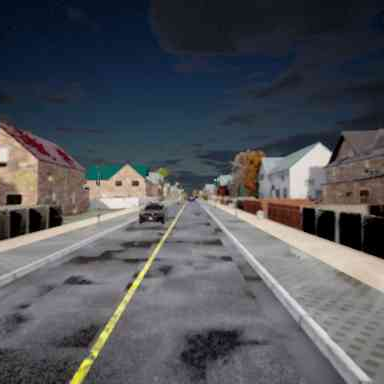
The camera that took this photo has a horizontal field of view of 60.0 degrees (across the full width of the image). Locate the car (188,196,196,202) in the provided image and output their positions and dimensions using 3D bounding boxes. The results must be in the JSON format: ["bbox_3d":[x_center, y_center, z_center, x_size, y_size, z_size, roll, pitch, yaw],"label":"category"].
[{"bbox_3d":[-0.045,1.934,95.417,2.097,1.767,4.553,0,-1,0],"label":"car"}]

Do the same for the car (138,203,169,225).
[{"bbox_3d":[-2.834,1.558,25.309,1.882,1.535,5.008,0,0,0],"label":"car"}]
